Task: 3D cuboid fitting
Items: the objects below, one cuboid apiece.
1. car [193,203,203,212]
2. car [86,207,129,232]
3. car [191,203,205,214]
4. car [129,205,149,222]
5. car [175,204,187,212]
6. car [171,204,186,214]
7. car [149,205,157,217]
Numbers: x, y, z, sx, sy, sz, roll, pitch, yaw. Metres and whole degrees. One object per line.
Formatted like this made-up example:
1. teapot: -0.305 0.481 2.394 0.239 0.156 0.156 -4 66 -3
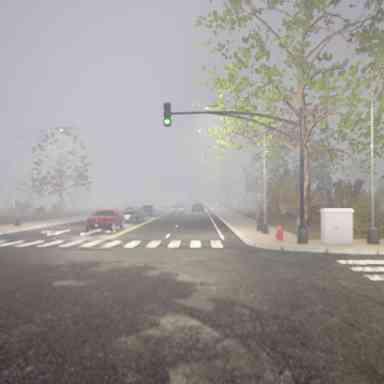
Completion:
1. car: 1.192 2.870 63.513 1.882 1.535 5.008 0 -1 1
2. car: -6.325 2.009 24.645 1.882 1.535 5.008 0 -1 1
3. car: 0.951 2.520 53.455 2.097 1.767 4.553 0 -1 1
4. car: -6.097 2.242 34.115 2.128 1.511 4.902 0 -1 2
5. car: -2.057 2.953 63.588 2.033 1.411 5.357 0 -1 1
6. car: -2.295 2.784 53.620 1.895 1.301 4.718 0 -1 1
7. car: -5.856 2.489 44.298 1.837 1.490 4.892 0 -1 2
